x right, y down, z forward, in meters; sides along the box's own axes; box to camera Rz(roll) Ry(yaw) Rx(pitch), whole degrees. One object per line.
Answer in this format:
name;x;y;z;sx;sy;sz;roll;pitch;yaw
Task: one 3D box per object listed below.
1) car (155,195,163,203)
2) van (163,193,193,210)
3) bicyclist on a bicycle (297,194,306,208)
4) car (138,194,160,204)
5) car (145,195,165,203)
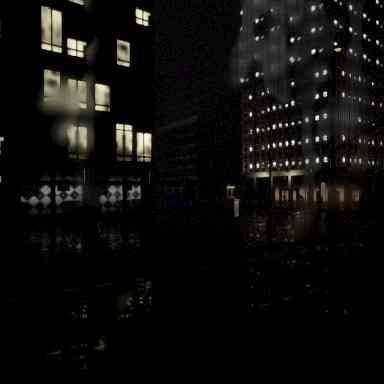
car;-3.913;1.035;58.659;2.192;1.841;5.009;0;0;-34
van;-1.517;1.210;40.203;1.690;1.788;3.998;0;0;-34
bicyclist on a bicycle;12.874;1.117;39.154;1.656;1.620;0.582;-1;1;-34
car;-7.846;1.203;59.831;1.882;1.535;5.008;-1;1;-34
car;-7.023;1.237;63.244;1.887;1.381;4.507;0;0;-34
